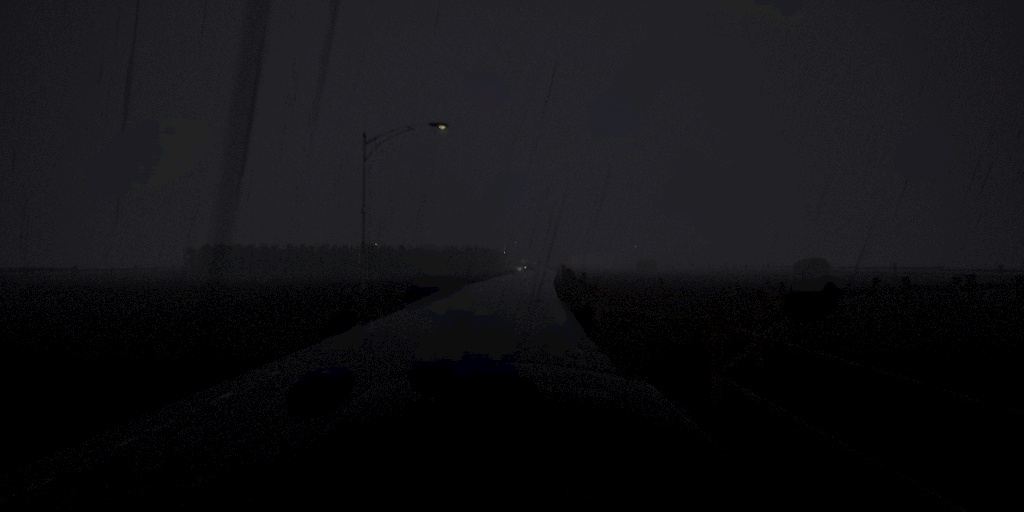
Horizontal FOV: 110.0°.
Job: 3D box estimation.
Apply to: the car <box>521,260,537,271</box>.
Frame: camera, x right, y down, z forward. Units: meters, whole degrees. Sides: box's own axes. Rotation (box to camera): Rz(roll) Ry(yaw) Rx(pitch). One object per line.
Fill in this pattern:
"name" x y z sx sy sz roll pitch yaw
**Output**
"car" 3.130 1.930 63.968 1.837 1.490 4.892 1 0 6
